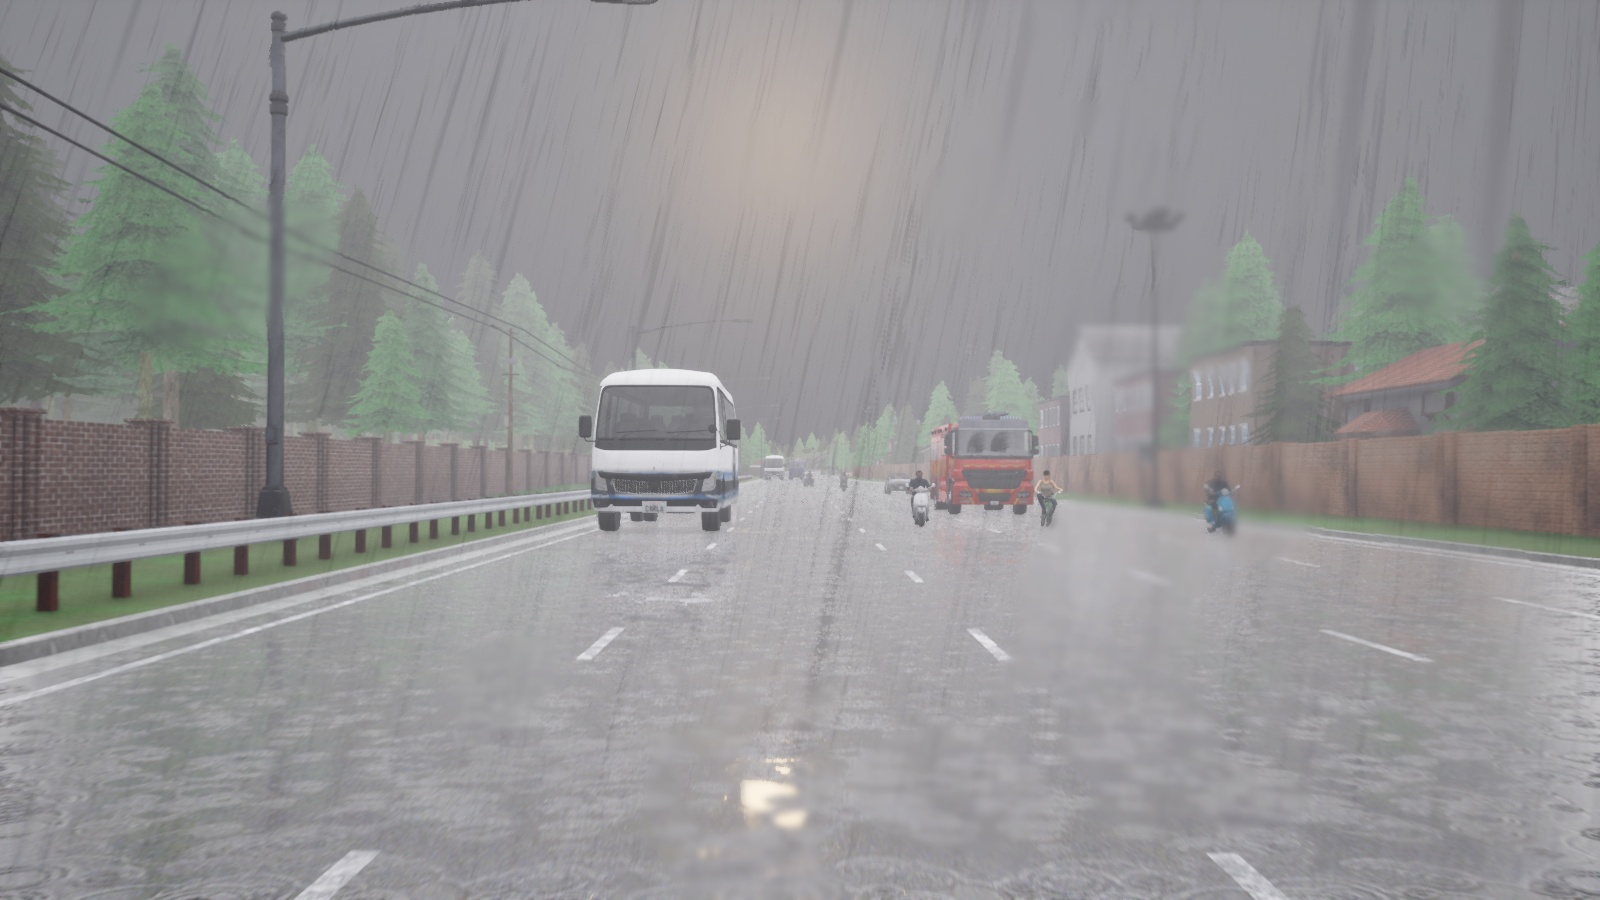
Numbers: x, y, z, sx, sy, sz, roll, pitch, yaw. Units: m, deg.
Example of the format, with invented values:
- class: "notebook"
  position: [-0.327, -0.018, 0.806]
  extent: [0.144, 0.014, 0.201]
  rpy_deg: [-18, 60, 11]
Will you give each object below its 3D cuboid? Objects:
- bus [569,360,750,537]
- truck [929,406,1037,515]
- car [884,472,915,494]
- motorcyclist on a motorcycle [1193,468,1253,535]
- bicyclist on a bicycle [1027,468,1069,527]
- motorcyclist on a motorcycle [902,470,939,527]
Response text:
- class: "bus"
  position: [-3.592, 0.045, 35.375]
  extent: [3.944, 4.253, 10.273]
  rpy_deg: [0, -1, 0]
- class: "truck"
  position: [6.876, 0.434, 48.383]
  extent: [2.891, 3.827, 8.468]
  rpy_deg: [0, -1, 0]
- class: "car"
  position: [6.787, 2.241, 85.983]
  extent: [1.816, 1.474, 4.193]
  rpy_deg: [0, -1, 0]
- class: "motorcyclist on a motorcycle"
  position: [10.423, 1.245, 30.995]
  extent: [0.866, 1.590, 1.817]
  rpy_deg: [0, -1, 0]
- class: "bicyclist on a bicycle"
  position: [6.918, 1.311, 35.099]
  extent: [0.866, 1.612, 1.509]
  rpy_deg: [0, -1, 0]
- class: "motorcyclist on a motorcycle"
  position: [3.412, 1.354, 35.776]
  extent: [0.866, 1.590, 1.817]
  rpy_deg: [0, -1, 0]
